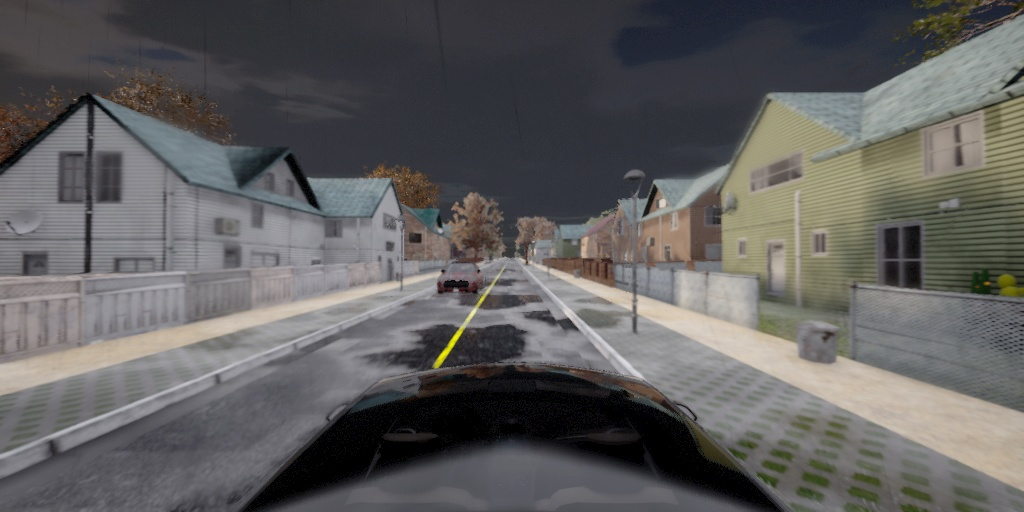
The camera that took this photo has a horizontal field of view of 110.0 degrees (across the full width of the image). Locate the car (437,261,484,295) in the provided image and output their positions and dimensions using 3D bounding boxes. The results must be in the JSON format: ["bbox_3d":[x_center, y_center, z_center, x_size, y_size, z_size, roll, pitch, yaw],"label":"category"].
[{"bbox_3d":[-2.743,1.104,19.805,2.097,1.767,4.553,0,0,0],"label":"car"}]
